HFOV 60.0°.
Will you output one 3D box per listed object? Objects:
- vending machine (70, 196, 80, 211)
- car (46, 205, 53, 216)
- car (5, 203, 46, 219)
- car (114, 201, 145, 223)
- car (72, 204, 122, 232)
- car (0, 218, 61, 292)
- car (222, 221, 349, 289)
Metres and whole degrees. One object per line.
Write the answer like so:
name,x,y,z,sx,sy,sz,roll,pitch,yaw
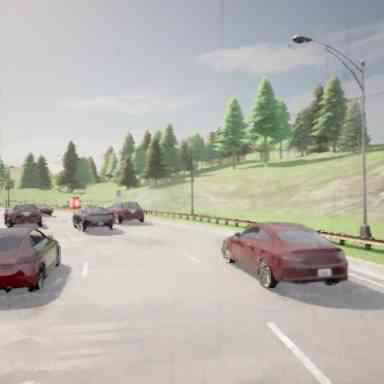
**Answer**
vending machine,-16.412,1.590,46.697,0.880,2.100,1.100,-1,0,44
car,-16.672,1.959,35.892,1.895,1.301,4.718,-1,0,-41
car,-12.604,1.614,24.791,2.097,1.767,4.553,-1,0,-33
car,-5.539,1.526,26.706,2.097,1.767,4.553,-1,0,-31
car,-6.456,1.659,21.428,2.128,1.511,4.902,-1,0,-29
car,-4.850,1.663,9.054,1.994,1.385,4.181,-1,0,-14
car,2.286,1.529,9.184,1.812,1.442,4.674,-1,0,-12
